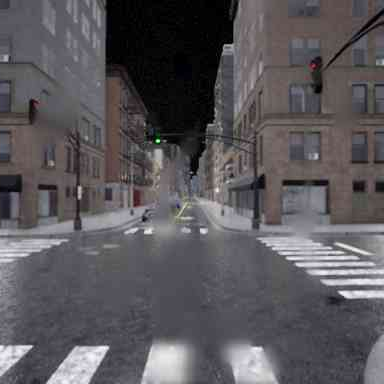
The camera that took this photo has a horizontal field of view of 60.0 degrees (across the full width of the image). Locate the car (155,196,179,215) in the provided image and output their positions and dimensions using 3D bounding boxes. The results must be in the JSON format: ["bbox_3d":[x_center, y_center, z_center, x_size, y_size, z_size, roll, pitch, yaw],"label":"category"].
[{"bbox_3d":[-3.074,1.564,39.209,2.150,2.045,5.566,0,0,0],"label":"car"}]

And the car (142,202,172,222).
[{"bbox_3d":[-3.079,1.821,28.548,1.994,1.385,4.181,0,0,0],"label":"car"}]

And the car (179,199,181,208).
[{"bbox_3d":[-3.025,1.673,53.912,2.150,2.045,5.566,0,-1,1],"label":"car"}]
